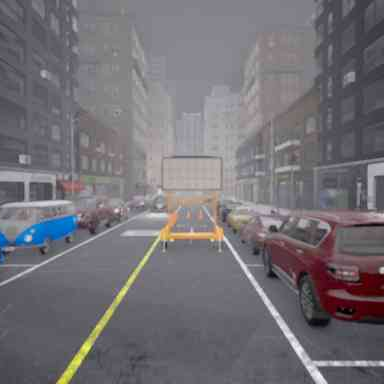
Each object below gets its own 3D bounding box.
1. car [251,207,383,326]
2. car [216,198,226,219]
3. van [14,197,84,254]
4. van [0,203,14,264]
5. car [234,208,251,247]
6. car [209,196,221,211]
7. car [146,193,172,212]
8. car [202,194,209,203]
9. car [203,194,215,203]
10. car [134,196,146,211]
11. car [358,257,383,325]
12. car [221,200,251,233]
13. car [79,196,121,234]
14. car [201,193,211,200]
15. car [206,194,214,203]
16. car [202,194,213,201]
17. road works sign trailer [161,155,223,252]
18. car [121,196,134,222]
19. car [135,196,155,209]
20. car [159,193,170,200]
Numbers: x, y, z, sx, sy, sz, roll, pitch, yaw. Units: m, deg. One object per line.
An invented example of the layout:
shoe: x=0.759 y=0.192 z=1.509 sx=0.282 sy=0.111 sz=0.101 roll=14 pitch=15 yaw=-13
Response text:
car: x=2.851 y=1.255 z=6.893 sx=2.192 sy=1.841 sz=5.009 roll=-1 pitch=0 yaw=0
car: x=2.855 y=1.359 z=23.652 sx=1.947 sy=1.339 sz=4.313 roll=-1 pitch=1 yaw=0
van: x=-5.681 y=1.233 z=12.478 sx=1.690 sy=1.788 sz=3.998 roll=-1 pitch=0 yaw=0
van: x=-5.680 y=1.281 z=6.893 sx=1.690 sy=1.788 sz=3.998 roll=-1 pitch=0 yaw=0
car: x=2.854 y=1.474 z=12.481 sx=1.802 sy=1.307 sz=4.206 roll=-1 pitch=0 yaw=0
car: x=2.856 y=1.310 z=29.238 sx=1.947 sy=1.339 sz=4.313 roll=-1 pitch=1 yaw=0
car: x=-3.099 y=1.191 z=34.202 sx=2.128 sy=1.511 sz=4.902 roll=0 pitch=1 yaw=0
car: x=2.858 y=1.092 z=51.580 sx=2.008 sy=1.369 sz=4.403 roll=-1 pitch=1 yaw=0
car: x=2.858 y=1.012 z=57.335 sx=1.752 sy=1.417 sz=4.829 roll=-1 pitch=1 yaw=0
car: x=-5.683 y=1.134 z=34.821 sx=1.967 sy=1.590 sz=4.097 roll=-1 pitch=1 yaw=0
car: x=2.852 y=1.512 z=1.479 sx=1.752 sy=1.417 sz=4.829 roll=-1 pitch=0 yaw=0
car: x=2.854 y=1.367 z=18.236 sx=1.752 sy=1.417 sz=4.829 roll=-1 pitch=1 yaw=0
car: x=-5.682 y=1.158 z=18.064 sx=2.192 sy=1.841 sz=5.009 roll=-1 pitch=0 yaw=0
car: x=2.860 y=0.964 z=68.337 sx=1.802 sy=1.307 sz=4.206 roll=-1 pitch=1 yaw=0
car: x=2.856 y=1.245 z=34.823 sx=2.008 sy=1.369 sz=4.403 roll=-1 pitch=1 yaw=0
car: x=2.859 y=1.001 z=62.752 sx=1.947 sy=1.339 sz=4.313 roll=-1 pitch=1 yaw=0
road works sign trailer: x=0.004 y=0.349 z=13.303 sx=2.380 sy=3.560 sz=2.880 roll=0 pitch=0 yaw=0
car: x=-5.681 y=1.233 z=23.650 sx=1.967 sy=1.590 sz=4.097 roll=-1 pitch=1 yaw=0
car: x=-5.682 y=1.226 z=40.408 sx=1.802 sy=1.307 sz=4.206 roll=-1 pitch=1 yaw=0
car: x=-5.686 y=0.927 z=68.335 sx=1.887 sy=1.381 sz=4.507 roll=-1 pitch=1 yaw=0
